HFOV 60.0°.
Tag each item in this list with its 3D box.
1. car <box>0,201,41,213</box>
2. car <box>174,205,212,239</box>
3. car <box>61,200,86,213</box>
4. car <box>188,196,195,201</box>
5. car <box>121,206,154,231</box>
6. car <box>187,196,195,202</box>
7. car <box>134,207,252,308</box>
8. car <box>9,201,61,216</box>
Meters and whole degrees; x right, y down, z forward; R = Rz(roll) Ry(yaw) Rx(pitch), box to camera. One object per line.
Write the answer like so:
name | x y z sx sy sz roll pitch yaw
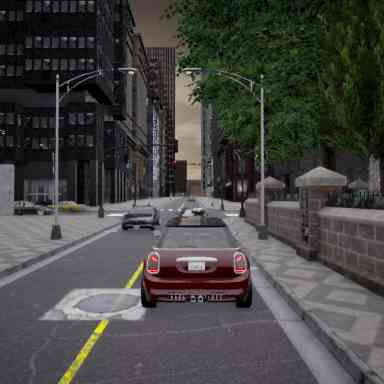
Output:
car | -20.195 1.708 38.697 4.403 1.369 2.008 0 -1 0
car | 0.059 1.542 18.228 1.812 1.442 4.674 0 0 0
car | -14.853 1.676 38.680 4.829 1.417 1.752 0 -1 0
car | -0.196 1.712 90.140 1.812 1.442 4.674 0 0 0
car | -3.040 1.567 20.867 2.033 1.411 5.357 0 0 0
car | -0.173 1.732 79.721 2.033 1.411 5.357 0 0 0
car | 0.081 1.357 8.102 2.097 1.767 4.553 0 0 0
car | -14.702 1.518 30.156 4.403 1.369 2.008 0 -1 0
